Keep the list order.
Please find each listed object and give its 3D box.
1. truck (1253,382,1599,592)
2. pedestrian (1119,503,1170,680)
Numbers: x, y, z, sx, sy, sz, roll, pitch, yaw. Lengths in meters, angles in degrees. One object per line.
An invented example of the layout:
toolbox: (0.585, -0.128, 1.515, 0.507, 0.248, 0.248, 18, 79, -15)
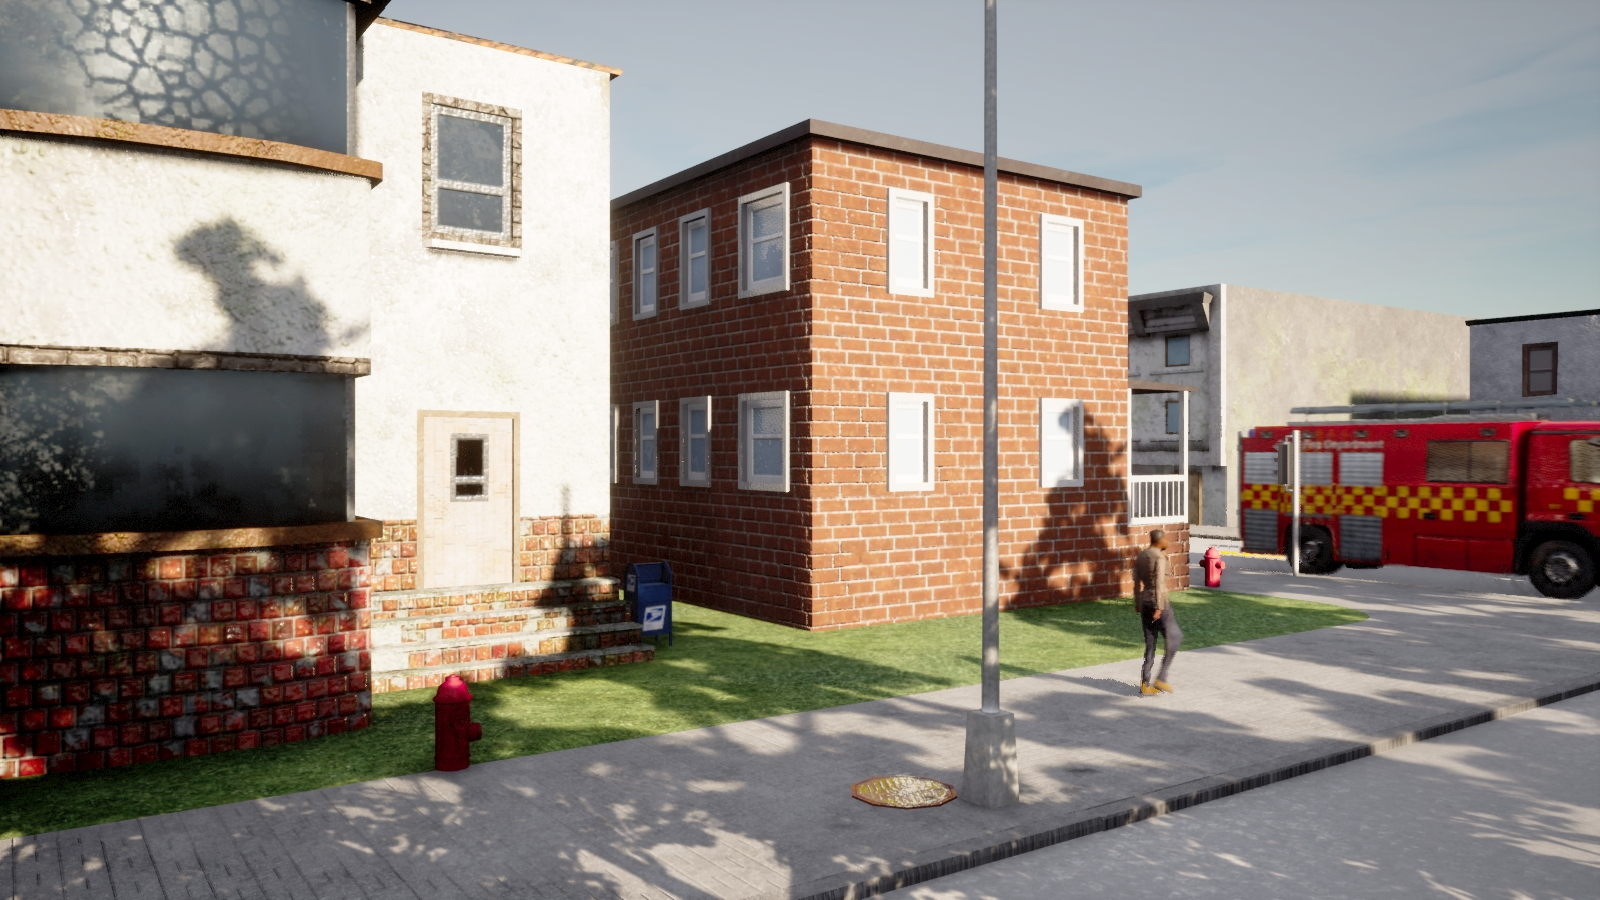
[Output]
truck: (14.138, 0.670, 23.859, 2.891, 3.827, 8.468, 0, 0, -35)
pedestrian: (3.748, 1.517, 12.425, 0.375, 1.860, 0.375, 0, 0, -24)
